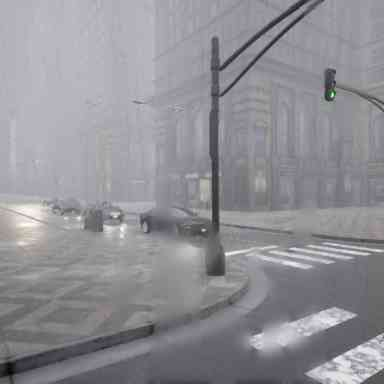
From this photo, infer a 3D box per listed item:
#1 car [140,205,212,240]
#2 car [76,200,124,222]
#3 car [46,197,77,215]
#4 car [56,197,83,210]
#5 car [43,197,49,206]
[{"bbox_3d":[-0.924,1.470,17.187,1.882,1.535,5.008,0,0,-36],"label":"car"},{"bbox_3d":[-6.836,1.480,25.476,2.128,1.511,4.902,0,0,-35],"label":"car"},{"bbox_3d":[-12.981,1.518,34.109,2.033,1.411,5.357,0,0,-35],"label":"car"},{"bbox_3d":[-16.367,1.489,44.280,2.033,1.411,5.357,0,0,-35],"label":"car"},{"bbox_3d":[-22.005,1.446,52.096,1.812,1.442,4.674,0,0,-35],"label":"car"}]
